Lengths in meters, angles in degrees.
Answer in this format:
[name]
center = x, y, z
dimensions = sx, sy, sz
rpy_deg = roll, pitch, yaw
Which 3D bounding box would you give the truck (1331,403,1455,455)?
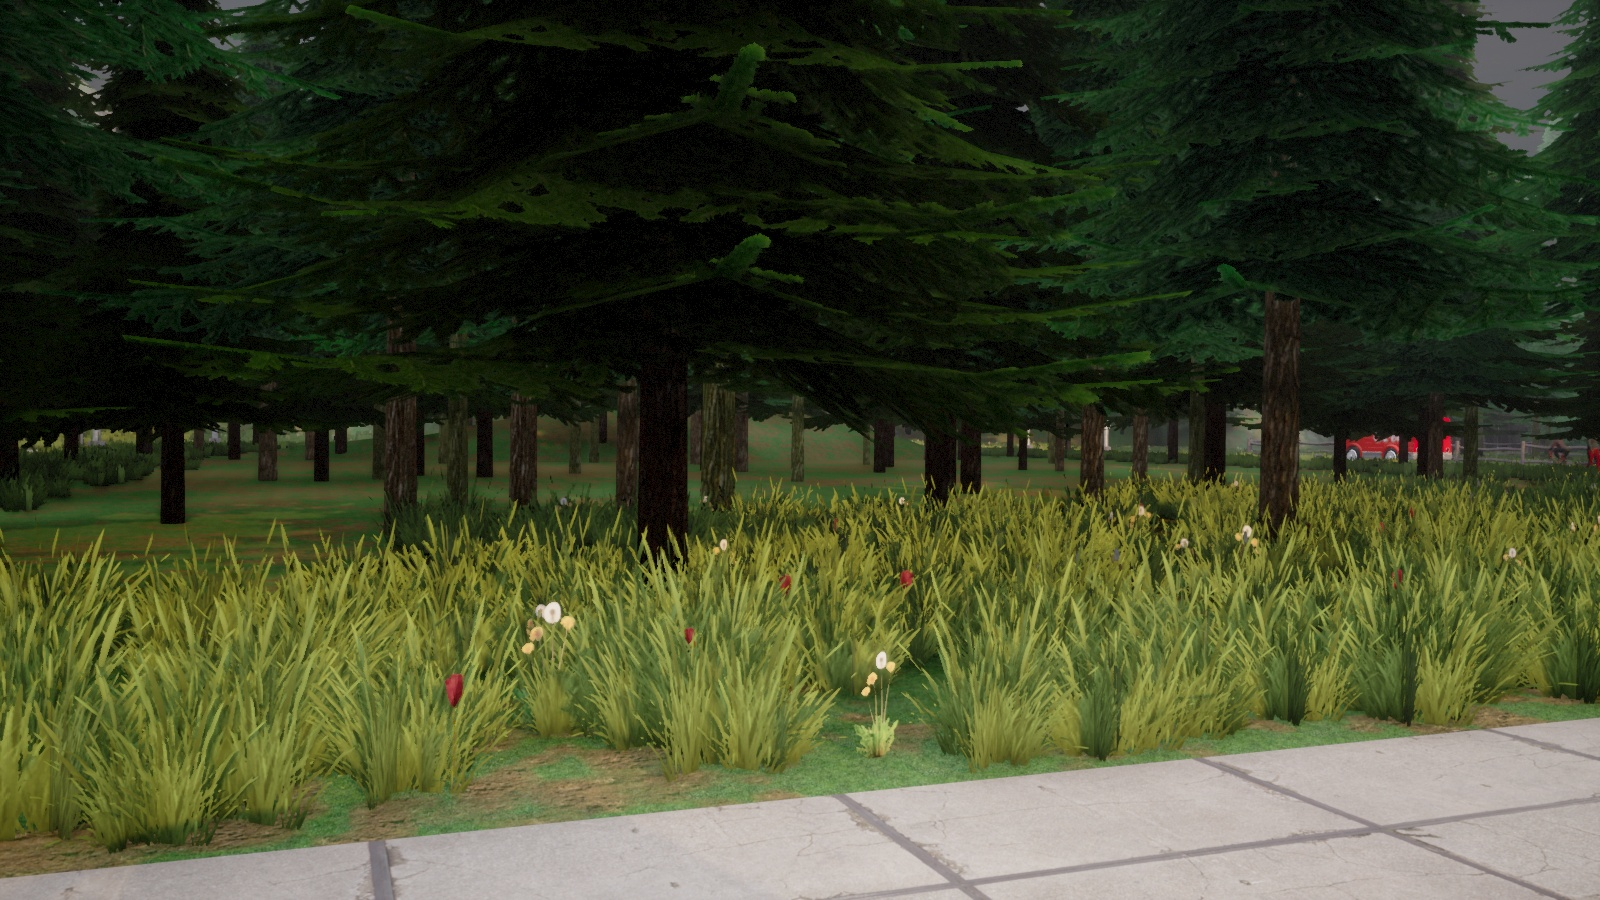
[truck]
center = 29.091, -1.036, 61.830
dimensions = 2.627, 2.467, 5.204
rpy_deg = -1, 1, -20

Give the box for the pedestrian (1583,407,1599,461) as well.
[pedestrian]
center = 27.227, -0.561, 43.013
dimensions = 0.353, 1.847, 0.614
rpy_deg = -1, 1, -9
